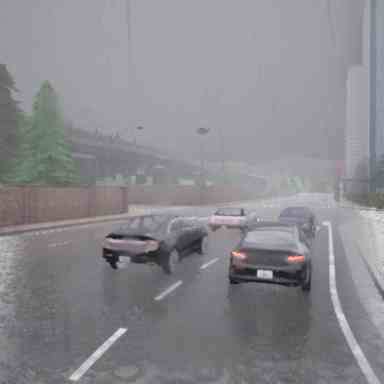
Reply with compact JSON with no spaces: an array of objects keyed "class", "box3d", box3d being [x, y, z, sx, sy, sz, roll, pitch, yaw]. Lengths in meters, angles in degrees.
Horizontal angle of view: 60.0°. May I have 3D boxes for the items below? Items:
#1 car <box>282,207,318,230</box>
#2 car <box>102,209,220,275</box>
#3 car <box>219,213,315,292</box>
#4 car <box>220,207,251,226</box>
[{"class":"car","box3d":[5.625,1.509,17.811,2.033,1.411,5.357,0,0,22]},{"class":"car","box3d":[-0.871,1.449,10.468,2.128,1.511,4.902,0,0,19]},{"class":"car","box3d":[2.211,1.504,8.919,1.812,1.442,4.674,0,0,19]},{"class":"car","box3d":[2.484,1.544,19.340,1.895,1.301,4.718,0,0,22]}]
